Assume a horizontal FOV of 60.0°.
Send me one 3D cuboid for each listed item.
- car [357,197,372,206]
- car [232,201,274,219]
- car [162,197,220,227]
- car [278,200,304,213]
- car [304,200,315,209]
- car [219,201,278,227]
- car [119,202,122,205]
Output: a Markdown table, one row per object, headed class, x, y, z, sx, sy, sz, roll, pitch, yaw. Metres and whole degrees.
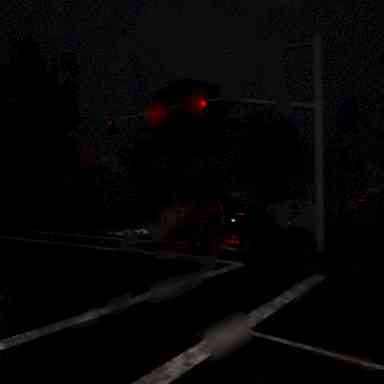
| class | x | y | z | sx | sy | sz | roll | pitch | yaw |
| --- | --- | --- | --- | --- | --- | --- | --- | --- | --- |
| car | 31.851 | 1.693 | 61.379 | 2.128 | 1.511 | 4.902 | -1 | 0 | 37 |
| car | 6.116 | 1.698 | 33.034 | 2.128 | 1.511 | 4.902 | -1 | -1 | 37 |
| car | 0.179 | 1.414 | 25.087 | 2.150 | 2.045 | 5.566 | -1 | -1 | 37 |
| car | 11.675 | 1.745 | 40.488 | 1.812 | 1.442 | 4.674 | -1 | -1 | 37 |
| car | 17.724 | 1.834 | 48.568 | 1.895 | 1.301 | 4.718 | -1 | -1 | 37 |
| car | 4.224 | 1.659 | 24.353 | 1.837 | 1.490 | 4.892 | -1 | -1 | 37 |
| car | -7.564 | 1.559 | 42.783 | 3.806 | 1.475 | 1.970 | -1 | -1 | 38 |
